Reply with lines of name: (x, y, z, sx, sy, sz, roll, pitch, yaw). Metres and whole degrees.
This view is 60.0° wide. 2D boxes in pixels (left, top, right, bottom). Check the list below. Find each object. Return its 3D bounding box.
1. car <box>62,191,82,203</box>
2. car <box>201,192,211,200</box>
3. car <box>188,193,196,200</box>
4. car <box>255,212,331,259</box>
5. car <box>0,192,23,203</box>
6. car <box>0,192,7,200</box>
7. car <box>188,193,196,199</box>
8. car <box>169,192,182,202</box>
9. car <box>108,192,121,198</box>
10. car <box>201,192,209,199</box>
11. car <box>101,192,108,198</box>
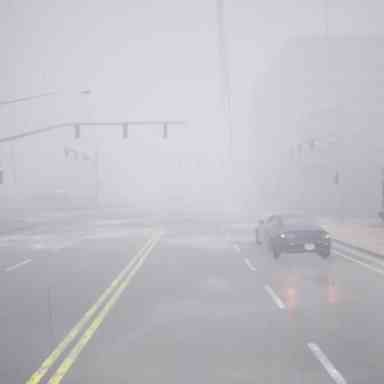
car: (-26.677, 1.123, 74.252, 1.970, 1.475, 3.806, 0, 0, 0)
car: (3.536, 0.928, 80.707, 2.150, 2.045, 5.566, 0, 0, 0)
car: (0.036, 1.224, 81.280, 1.812, 1.442, 4.674, 0, 0, 0)
car: (3.571, 1.480, 12.342, 1.812, 1.442, 4.674, 0, 0, 0)
car: (-32.506, 1.178, 59.173, 1.970, 1.475, 3.806, 0, 0, 0)
car: (-43.575, 0.881, 74.228, 1.932, 1.855, 4.605, 0, 0, 0)
car: (0.040, 1.051, 90.255, 2.128, 1.511, 4.902, 0, 0, 0)
car: (-3.481, 1.236, 65.814, 1.882, 1.535, 5.008, 0, 0, 0)
car: (-21.008, 0.817, 91.641, 1.932, 1.855, 4.605, 0, 0, 0)
car: (3.540, 0.881, 90.223, 2.097, 1.767, 4.553, 0, 0, 0)
car: (-23.902, 0.820, 91.707, 1.905, 1.878, 3.866, 0, 0, 0)
